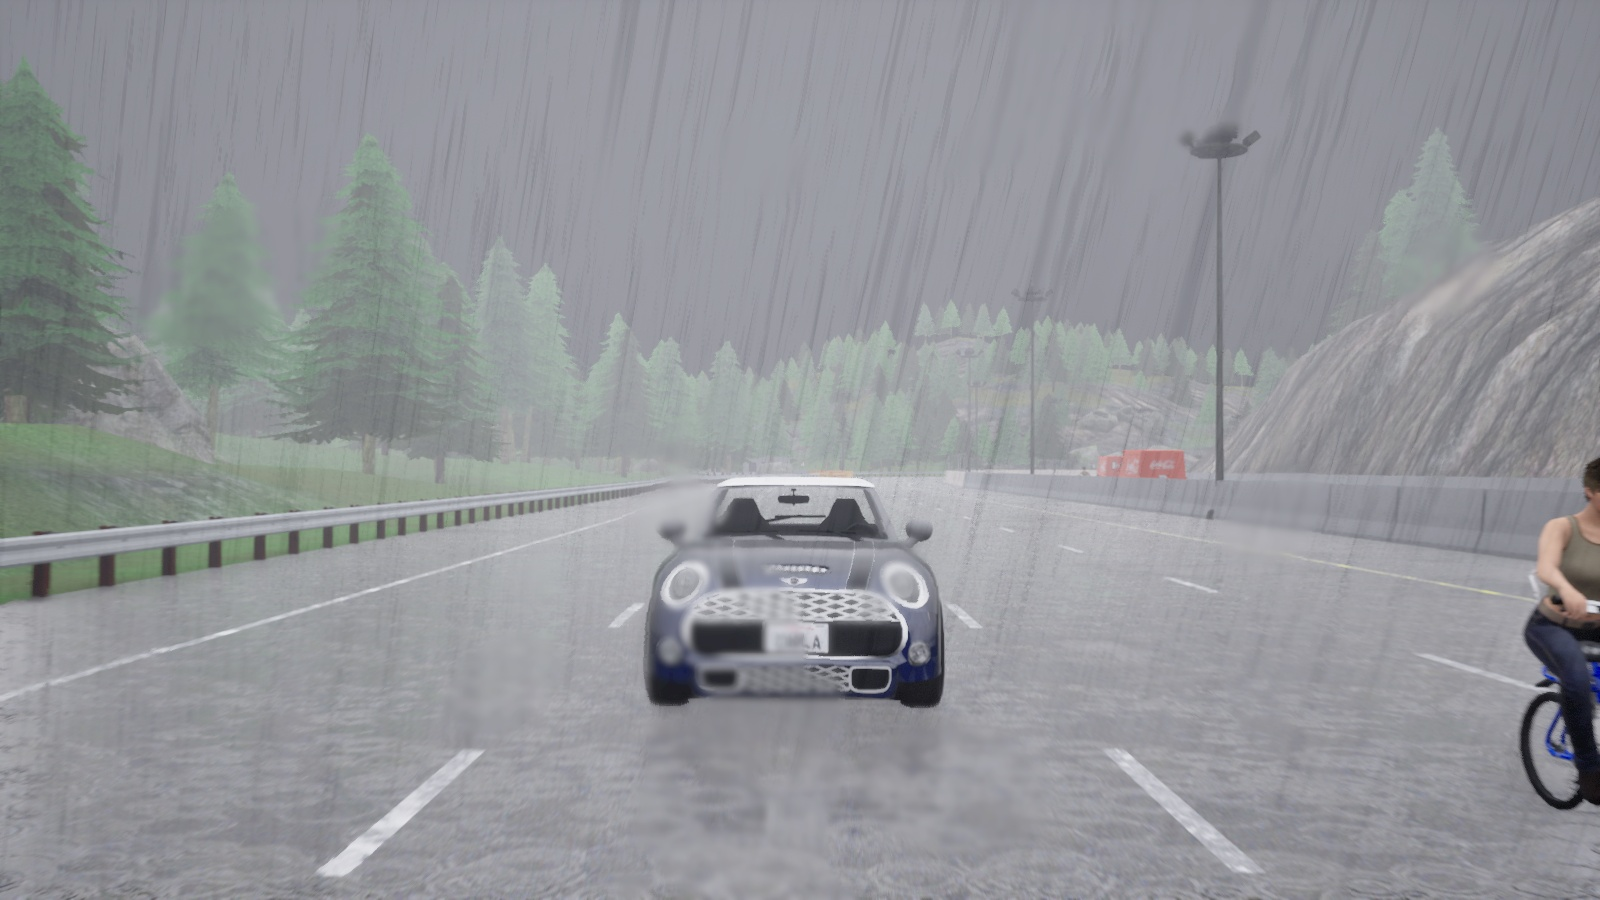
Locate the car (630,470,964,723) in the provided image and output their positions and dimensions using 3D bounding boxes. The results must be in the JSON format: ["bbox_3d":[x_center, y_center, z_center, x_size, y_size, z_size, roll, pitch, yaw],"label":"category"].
[{"bbox_3d":[-0.022,0.896,9.341,1.970,1.475,3.806,0,-1,0],"label":"car"}]

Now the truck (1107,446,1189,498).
[{"bbox_3d":[17.349,1.075,62.863,2.627,2.467,5.204,0,0,0],"label":"truck"}]

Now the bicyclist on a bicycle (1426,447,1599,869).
[{"bbox_3d":[3.482,0.801,5.335,0.866,1.612,1.509,0,-1,0],"label":"bicyclist on a bicycle"}]
